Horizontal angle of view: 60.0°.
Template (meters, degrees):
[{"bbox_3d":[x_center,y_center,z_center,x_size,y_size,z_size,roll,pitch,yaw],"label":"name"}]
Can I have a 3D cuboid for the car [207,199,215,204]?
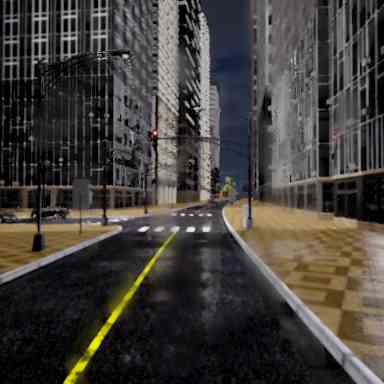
[{"bbox_3d":[5.131,2.504,89.001,2.033,1.411,5.357,0,-1,10],"label":"car"}]

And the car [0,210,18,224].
[{"bbox_3d":[-17.473,2.157,29.141,4.403,1.369,2.008,-1,0,11],"label":"car"}]

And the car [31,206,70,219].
[{"bbox_3d":[-15.916,2.297,37.374,4.403,1.369,2.008,-1,0,11],"label":"car"}]
